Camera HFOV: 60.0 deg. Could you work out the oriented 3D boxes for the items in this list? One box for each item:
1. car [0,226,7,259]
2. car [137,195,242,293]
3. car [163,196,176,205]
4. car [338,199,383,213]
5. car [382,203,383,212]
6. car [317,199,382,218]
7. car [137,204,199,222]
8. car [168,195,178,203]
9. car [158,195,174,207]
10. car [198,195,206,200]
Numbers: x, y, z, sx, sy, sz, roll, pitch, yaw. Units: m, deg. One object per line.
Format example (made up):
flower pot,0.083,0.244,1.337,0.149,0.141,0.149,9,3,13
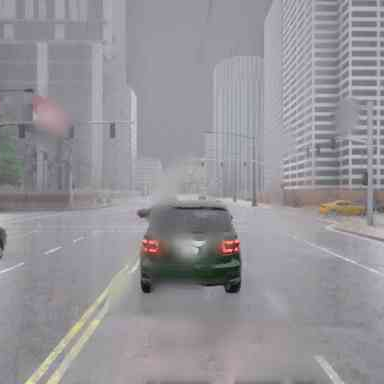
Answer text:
car,-7.154,1.505,9.316,1.837,1.490,4.892,0,0,-1
car,-0.021,1.221,8.980,2.150,2.045,5.566,0,0,0
car,-4.082,1.547,61.861,2.033,1.411,5.357,0,0,0
car,19.466,1.547,37.347,5.357,1.411,2.033,0,0,-1
car,22.134,1.477,33.882,5.008,1.535,1.882,0,0,-1
car,13.898,1.477,30.069,5.008,1.535,1.882,0,0,-1
car,-1.869,1.601,26.349,4.718,1.301,1.895,0,0,-1
car,-4.105,1.500,72.166,1.837,1.490,4.892,0,0,0
car,-4.026,1.352,52.238,2.097,1.767,4.553,0,0,0
car,2.737,1.500,90.590,1.837,1.490,4.892,0,0,0
